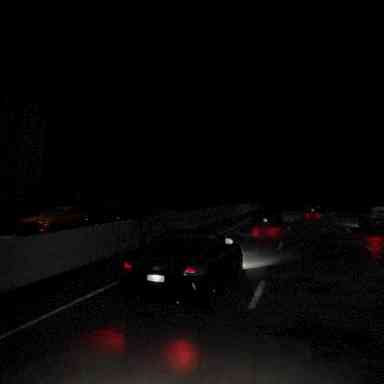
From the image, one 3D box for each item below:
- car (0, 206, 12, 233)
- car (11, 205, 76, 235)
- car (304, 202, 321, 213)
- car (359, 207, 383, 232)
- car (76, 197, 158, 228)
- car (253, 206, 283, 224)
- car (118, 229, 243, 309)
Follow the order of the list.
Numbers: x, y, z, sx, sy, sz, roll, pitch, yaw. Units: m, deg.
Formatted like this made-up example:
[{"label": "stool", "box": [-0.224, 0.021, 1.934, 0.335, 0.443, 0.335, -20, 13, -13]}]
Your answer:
[{"label": "car", "box": [-10.787, 1.579, 20.617, 2.128, 1.511, 4.902, 0, 0, 19]}, {"label": "car", "box": [-7.540, 1.562, 19.296, 1.882, 1.535, 5.008, 0, 0, 19]}, {"label": "car", "box": [14.797, 1.877, 40.872, 1.895, 1.301, 4.718, 0, -2, 19]}, {"label": "car", "box": [11.551, 1.635, 20.458, 1.812, 1.442, 4.674, 0, -1, 19]}, {"label": "car", "box": [-3.854, 1.309, 19.265, 2.150, 2.045, 5.566, 0, 0, 19]}, {"label": "car", "box": [5.962, 1.729, 25.764, 1.895, 1.301, 4.718, 0, 0, 19]}, {"label": "car", "box": [-0.028, 1.603, 8.155, 1.994, 1.385, 4.181, 0, 0, 19]}]
